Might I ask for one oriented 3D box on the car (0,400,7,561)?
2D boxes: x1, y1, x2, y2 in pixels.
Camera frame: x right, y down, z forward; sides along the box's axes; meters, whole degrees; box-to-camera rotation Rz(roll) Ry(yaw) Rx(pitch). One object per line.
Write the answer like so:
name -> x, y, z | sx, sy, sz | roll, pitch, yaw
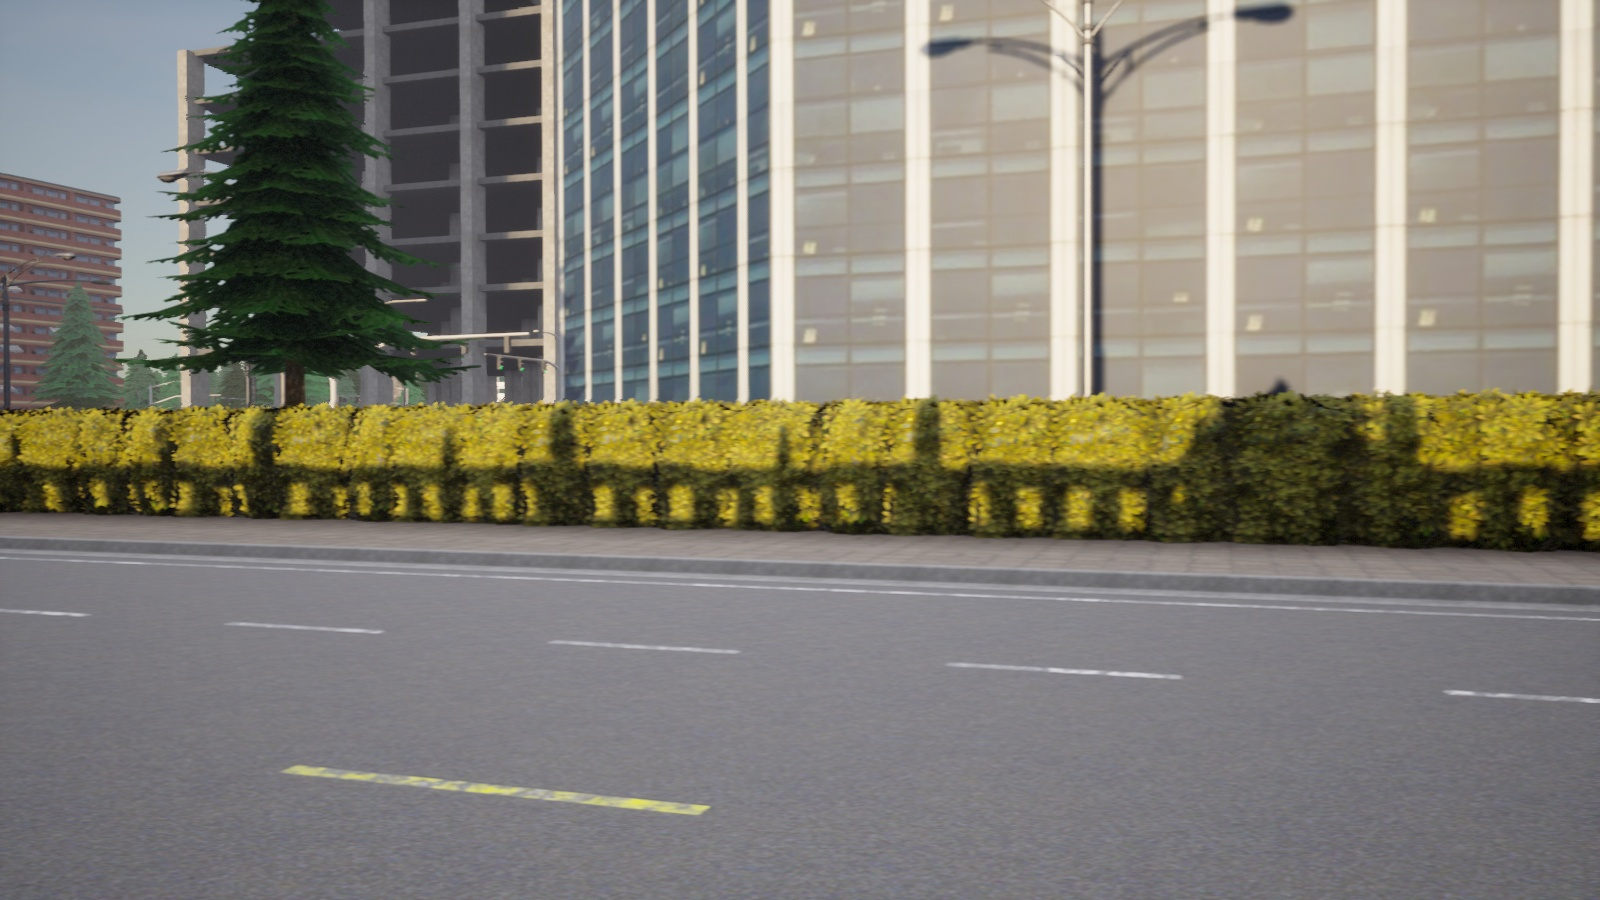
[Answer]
car -> -11.420, 0.349, 14.415 | 3.866, 1.878, 1.905 | 1, 1, 19
